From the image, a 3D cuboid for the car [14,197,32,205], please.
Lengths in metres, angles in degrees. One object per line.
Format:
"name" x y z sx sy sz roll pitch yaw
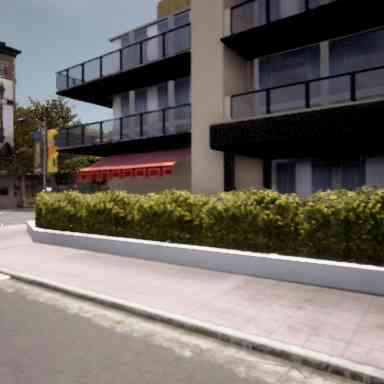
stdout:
"car" -35.604 1.779 67.811 4.892 1.521 2.231 0 0 36
